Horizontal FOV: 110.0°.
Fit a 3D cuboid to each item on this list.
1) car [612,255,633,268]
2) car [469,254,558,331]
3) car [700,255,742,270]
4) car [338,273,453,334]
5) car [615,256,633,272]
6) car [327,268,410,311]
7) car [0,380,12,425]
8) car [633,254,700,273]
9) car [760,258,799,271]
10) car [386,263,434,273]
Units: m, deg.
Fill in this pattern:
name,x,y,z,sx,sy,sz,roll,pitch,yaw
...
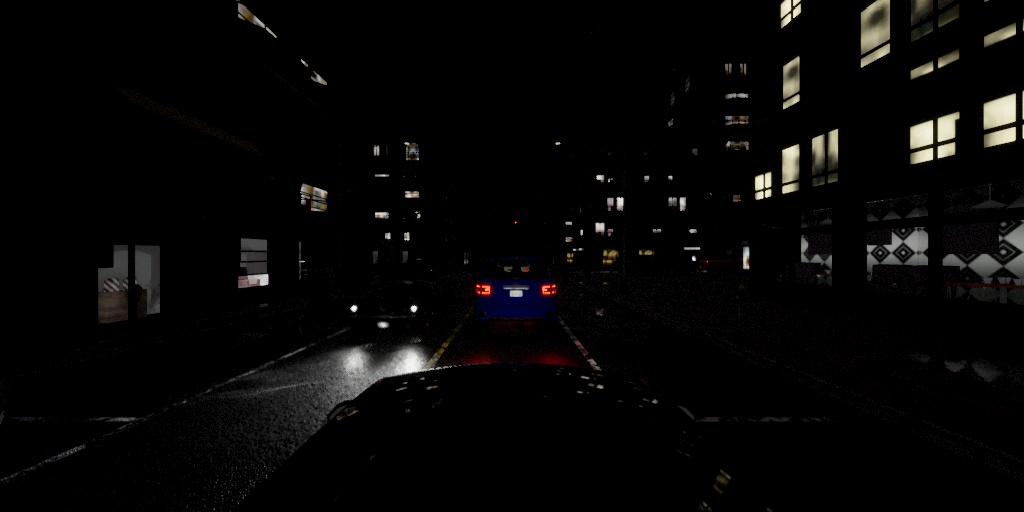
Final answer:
name,x,y,z,sx,sy,sz,roll,pitch,yaw
car,14.594,0.764,42.819,5.009,1.841,2.192,0,0,0
car,0.103,0.971,11.062,2.150,2.045,5.566,0,0,0
car,23.400,0.642,40.301,4.553,1.767,2.097,-1,0,-1
car,-3.089,1.350,10.813,1.895,1.301,4.718,0,0,0
car,14.435,0.983,40.208,4.674,1.442,1.812,-1,0,-1
car,-5.734,1.332,14.468,1.802,1.307,4.207,0,0,0
car,-5.689,1.300,1.551,2.007,1.370,4.403,0,0,0
car,14.725,0.778,34.439,5.009,1.841,2.192,0,0,0
car,25.819,0.822,34.531,4.313,1.339,1.948,0,0,0
car,-10.624,1.431,37.190,4.892,1.490,1.837,-1,1,-7
